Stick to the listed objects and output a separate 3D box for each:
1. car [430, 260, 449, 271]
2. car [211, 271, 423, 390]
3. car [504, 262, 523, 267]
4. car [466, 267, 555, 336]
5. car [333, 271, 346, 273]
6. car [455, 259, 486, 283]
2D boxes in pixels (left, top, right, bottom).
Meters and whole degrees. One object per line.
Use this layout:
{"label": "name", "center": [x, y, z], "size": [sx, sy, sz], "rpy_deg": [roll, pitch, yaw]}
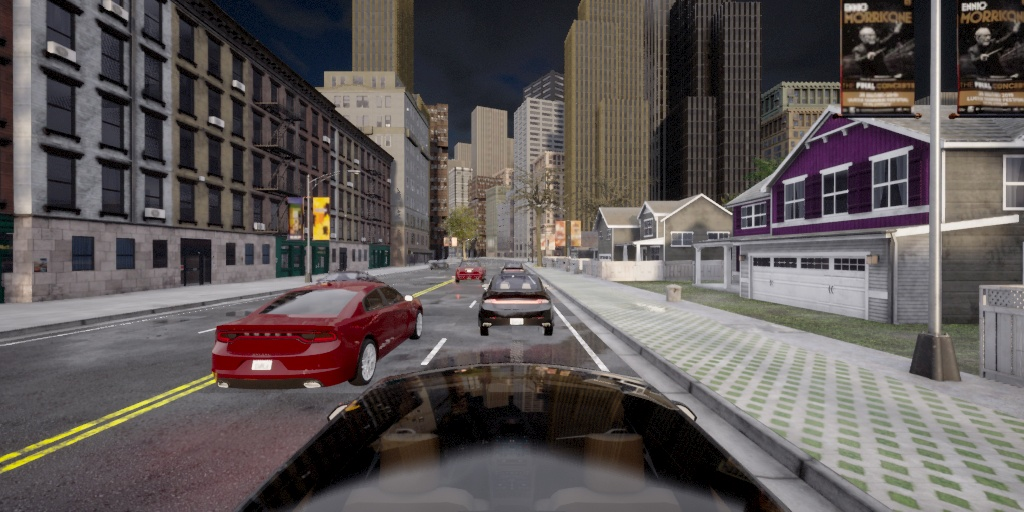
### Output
{"label": "car", "center": [-9.794, 1.275, 48.734], "size": [1.994, 1.385, 4.181], "rpy_deg": [0, 0, 0]}
{"label": "car", "center": [-3.148, 1.227, 7.006], "size": [1.882, 1.535, 5.008], "rpy_deg": [0, 0, 0]}
{"label": "car", "center": [0.116, 1.229, 27.800], "size": [2.128, 1.511, 4.902], "rpy_deg": [0, 0, 0]}
{"label": "car", "center": [0.106, 1.239, 10.381], "size": [2.128, 1.511, 4.902], "rpy_deg": [0, 0, 0]}
{"label": "car", "center": [-6.591, 1.310, 14.243], "size": [1.994, 1.385, 4.181], "rpy_deg": [0, 0, 0]}
{"label": "car", "center": [-3.124, 1.090, 27.815], "size": [2.097, 1.767, 4.553], "rpy_deg": [0, 0, -2]}
